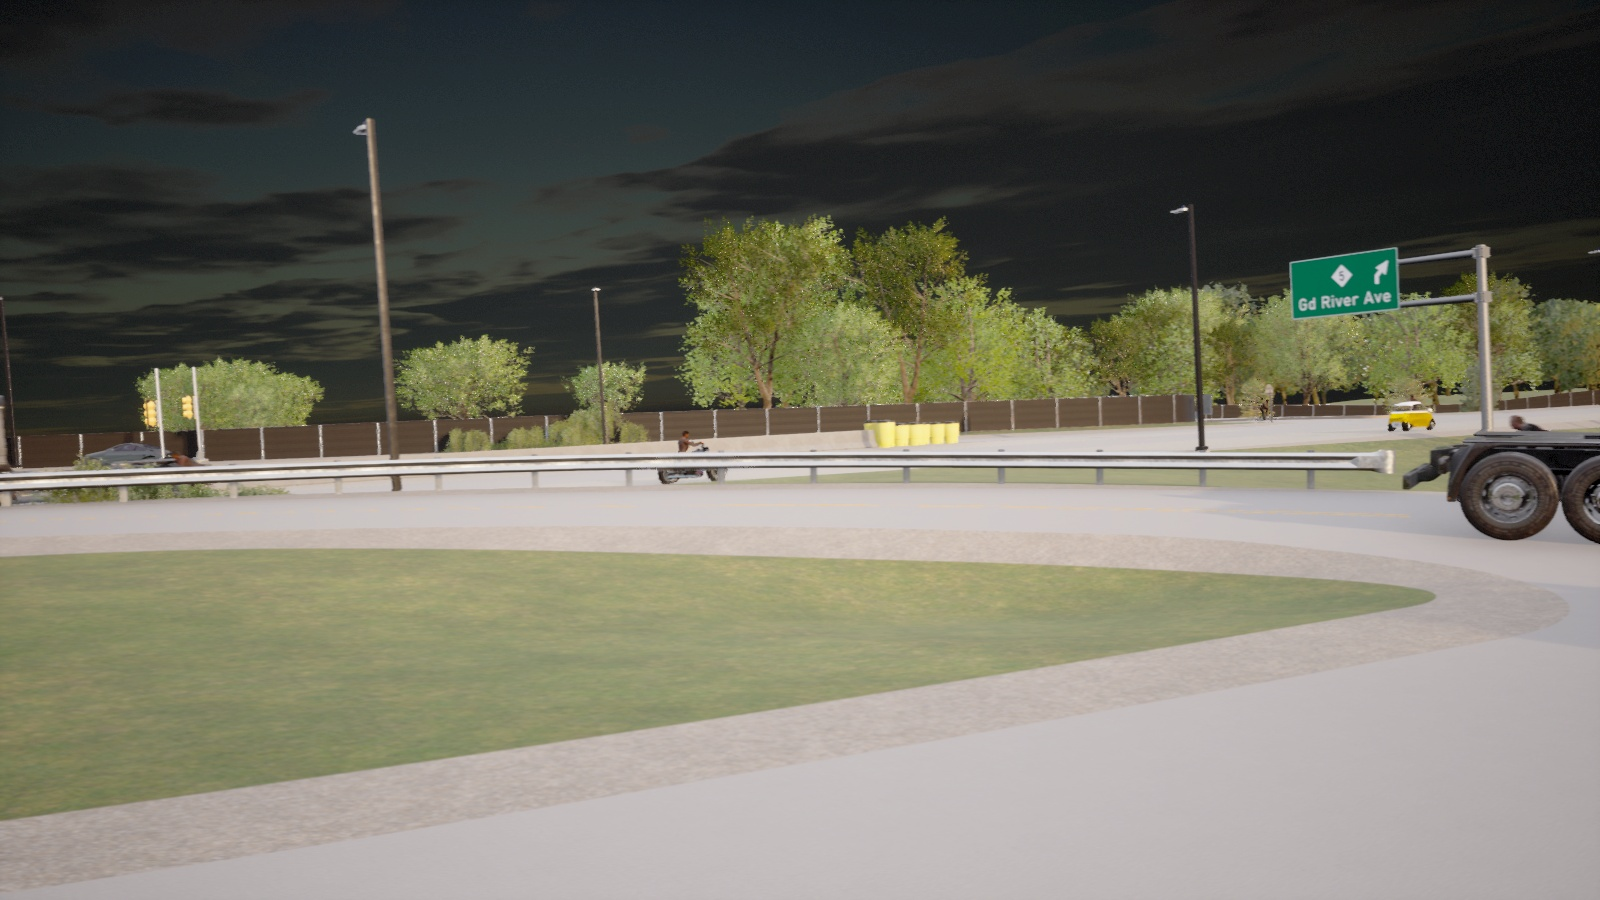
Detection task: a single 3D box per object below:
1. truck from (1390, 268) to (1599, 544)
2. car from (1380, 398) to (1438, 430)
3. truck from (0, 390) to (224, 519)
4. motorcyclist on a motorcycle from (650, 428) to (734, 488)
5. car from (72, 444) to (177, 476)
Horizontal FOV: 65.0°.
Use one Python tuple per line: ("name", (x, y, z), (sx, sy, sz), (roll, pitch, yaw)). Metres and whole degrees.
("truck", (12.153, -0.598, 16.145), (7.936, 3.462, 2.891), (1, 4, 32))
("car", (28.310, -1.683, 58.381), (2.207, 1.376, 1.481), (-4, 2, -34))
("truck", (-21.793, 0.114, 37.392), (7.936, 3.462, 2.891), (-4, 2, -34))
("motorcyclist on a motorcycle", (-3.191, 0.211, 37.231), (2.350, 1.649, 0.766), (-3, 2, -34))
("car", (-33.896, 0.491, 63.121), (4.181, 1.385, 1.994), (-2, 2, -7))
